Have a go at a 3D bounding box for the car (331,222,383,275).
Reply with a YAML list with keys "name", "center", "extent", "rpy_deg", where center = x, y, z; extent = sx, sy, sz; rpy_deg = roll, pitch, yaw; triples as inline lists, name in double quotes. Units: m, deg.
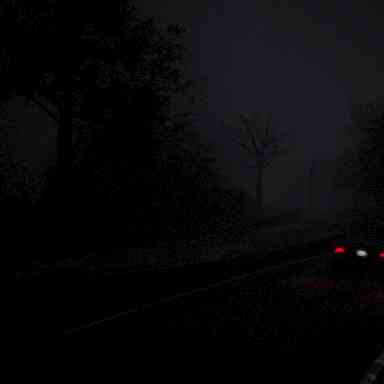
- name: "car"
  center: [6.347, 1.620, 10.108]
  extent: [5.357, 1.411, 2.033]
  rpy_deg: [0, -1, -38]
